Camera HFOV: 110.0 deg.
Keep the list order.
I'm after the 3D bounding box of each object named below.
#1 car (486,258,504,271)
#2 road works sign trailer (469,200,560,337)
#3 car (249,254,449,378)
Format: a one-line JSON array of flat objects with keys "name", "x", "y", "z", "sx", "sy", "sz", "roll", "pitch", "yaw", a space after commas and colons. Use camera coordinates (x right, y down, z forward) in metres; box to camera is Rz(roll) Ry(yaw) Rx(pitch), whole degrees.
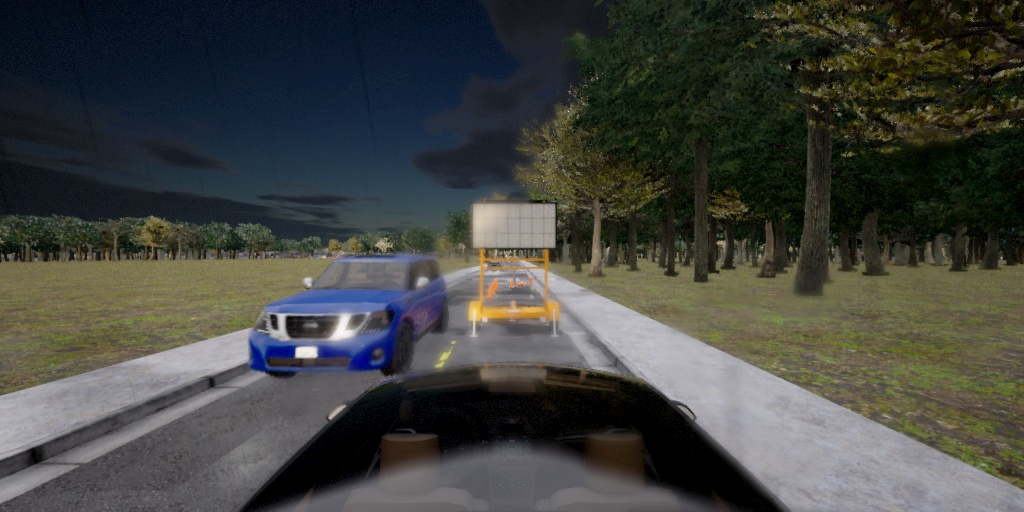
[{"name": "car", "x": -2.503, "y": 1.313, "z": 50.539, "sx": 1.994, "sy": 1.385, "sz": 4.181, "roll": 0, "pitch": 0, "yaw": 0}, {"name": "road works sign trailer", "x": 0.067, "y": 0.214, "z": 10.256, "sx": 2.380, "sy": 3.560, "sz": 2.880, "roll": 0, "pitch": 0, "yaw": 0}, {"name": "car", "x": -2.801, "y": 0.971, "z": 7.688, "sx": 2.150, "sy": 2.045, "sz": 5.566, "roll": 0, "pitch": 0, "yaw": 0}]
